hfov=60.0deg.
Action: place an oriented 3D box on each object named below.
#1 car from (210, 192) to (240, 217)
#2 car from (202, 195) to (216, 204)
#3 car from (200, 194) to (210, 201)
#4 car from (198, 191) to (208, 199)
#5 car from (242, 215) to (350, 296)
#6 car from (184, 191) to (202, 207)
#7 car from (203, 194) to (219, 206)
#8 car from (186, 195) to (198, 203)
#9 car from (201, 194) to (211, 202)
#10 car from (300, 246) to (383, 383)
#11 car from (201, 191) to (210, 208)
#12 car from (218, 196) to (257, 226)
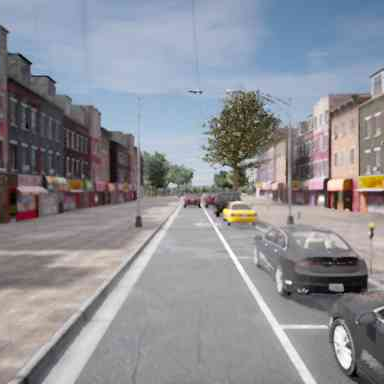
[{"bbox_3d":[2.996,1.026,28.673,2.150,2.045,5.566,0,0,0],"label":"car"},{"bbox_3d":[2.664,1.173,52.642,1.887,1.381,4.507,0,0,0],"label":"car"},{"bbox_3d":[2.671,1.075,69.277,2.008,1.369,4.403,0,0,0],"label":"car"},{"bbox_3d":[2.676,0.778,80.367,2.192,1.841,5.009,0,0,0],"label":"car"},{"bbox_3d":[2.643,1.492,8.276,2.008,1.369,4.403,0,0,0],"label":"car"},{"bbox_3d":[0.076,1.045,43.411,2.097,1.767,4.553,0,0,1],"label":"car"},{"bbox_3d":[2.661,1.108,47.095,1.967,1.590,4.097,0,0,0],"label":"car"},{"bbox_3d":[0.056,1.164,56.683,1.994,1.385,4.181,0,0,1],"label":"car"},{"bbox_3d":[2.668,1.079,63.902,1.752,1.417,4.829,0,0,0],"label":"car"},{"bbox_3d":[2.640,1.532,2.731,2.008,1.369,4.403,0,0,0],"label":"car"},{"bbox_3d":[2.659,1.022,41.549,2.192,1.841,5.009,0,0,0],"label":"car"},{"bbox_3d":[3.036,1.303,21.835,1.801,1.575,5.366,0,0,0],"label":"car"}]
